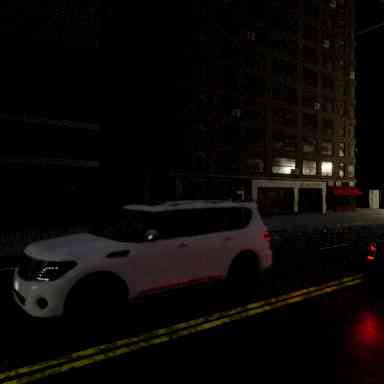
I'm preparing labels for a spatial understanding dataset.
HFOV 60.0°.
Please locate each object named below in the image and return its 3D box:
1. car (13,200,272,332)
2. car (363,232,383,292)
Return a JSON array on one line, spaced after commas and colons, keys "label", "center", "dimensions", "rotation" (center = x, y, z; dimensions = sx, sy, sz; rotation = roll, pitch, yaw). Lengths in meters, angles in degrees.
[{"label": "car", "center": [-0.684, 1.221, 7.190], "dimensions": [5.566, 2.045, 2.150], "rotation": [0, 0, -35]}, {"label": "car", "center": [6.032, 1.353, 7.740], "dimensions": [4.553, 1.767, 2.097], "rotation": [0, 0, -35]}]
